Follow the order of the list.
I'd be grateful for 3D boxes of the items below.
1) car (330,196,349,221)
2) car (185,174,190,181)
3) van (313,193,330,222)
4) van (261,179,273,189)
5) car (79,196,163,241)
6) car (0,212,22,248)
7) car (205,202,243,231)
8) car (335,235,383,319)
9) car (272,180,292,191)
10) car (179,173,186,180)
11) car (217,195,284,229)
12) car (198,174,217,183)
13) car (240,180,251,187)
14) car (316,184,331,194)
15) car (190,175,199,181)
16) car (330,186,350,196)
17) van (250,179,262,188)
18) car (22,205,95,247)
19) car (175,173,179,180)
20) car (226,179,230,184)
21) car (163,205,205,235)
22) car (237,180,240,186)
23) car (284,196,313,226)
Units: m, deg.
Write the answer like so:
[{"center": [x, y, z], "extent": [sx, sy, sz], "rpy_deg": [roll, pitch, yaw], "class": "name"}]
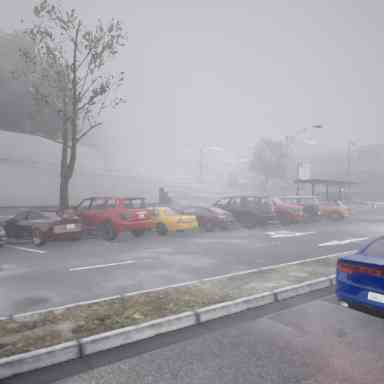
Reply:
[{"center": [10.279, 1.403, 27.312], "extent": [4.553, 1.767, 2.185], "rpy_deg": [-1, -1, 35], "class": "car"}, {"center": [0.936, -3.850, 90.254], "extent": [2.185, 1.767, 4.553], "rpy_deg": [6, 3, 34], "class": "car"}, {"center": [7.868, 1.297, 25.564], "extent": [4.442, 1.987, 1.878], "rpy_deg": [-1, -1, 35], "class": "van"}, {"center": [16.544, -1.491, 68.020], "extent": [1.878, 1.987, 4.442], "rpy_deg": [7, 4, 35], "class": "van"}, {"center": [-4.545, 1.247, 16.987], "extent": [5.566, 2.045, 2.435], "rpy_deg": [-1, -1, 35], "class": "car"}, {"center": [-9.413, 1.493, 13.500], "extent": [4.892, 1.521, 2.231], "rpy_deg": [-1, -1, 35], "class": "car"}, {"center": [0.384, 1.548, 20.438], "extent": [4.674, 1.452, 2.002], "rpy_deg": [-1, -1, 35], "class": "car"}, {"center": [4.884, 1.487, 6.601], "extent": [5.008, 1.535, 1.882], "rpy_deg": [0, 0, -35], "class": "car"}, {"center": [18.301, -0.992, 65.656], "extent": [2.231, 1.521, 4.892], "rpy_deg": [7, 3, 35], "class": "car"}, {"center": [-0.792, -4.085, 92.726], "extent": [2.185, 1.767, 4.553], "rpy_deg": [4, 1, 34], "class": "car"}, {"center": [2.813, 1.262, 22.193], "extent": [5.566, 2.045, 2.435], "rpy_deg": [-1, -1, 35], "class": "car"}, {"center": [4.577, -3.176, 85.525], "extent": [1.946, 1.575, 5.366], "rpy_deg": [7, 3, 34], "class": "car"}, {"center": [13.245, -1.812, 73.225], "extent": [1.946, 1.575, 5.366], "rpy_deg": [7, 3, 35], "class": "car"}, {"center": [23.505, -0.426, 58.265], "extent": [2.435, 2.045, 5.566], "rpy_deg": [7, 3, 35], "class": "car"}, {"center": [2.728, -3.698, 87.786], "extent": [2.435, 2.045, 5.566], "rpy_deg": [7, 3, 34], "class": "car"}, {"center": [25.194, 0.137, 55.792], "extent": [2.002, 1.452, 4.674], "rpy_deg": [7, 3, 35], "class": "car"}, {"center": [14.817, -1.764, 70.492], "extent": [1.878, 1.987, 4.442], "rpy_deg": [7, 4, 35], "class": "van"}, {"center": [-6.991, 1.524, 15.244], "extent": [4.792, 1.488, 2.163], "rpy_deg": [-1, -1, 35], "class": "car"}, {"center": [-2.562, -4.362, 95.075], "extent": [2.435, 2.045, 5.566], "rpy_deg": [1, -1, 34], "class": "car"}, {"center": [9.675, -2.317, 78.011], "extent": [2.002, 1.452, 4.674], "rpy_deg": [7, 3, 35], "class": "car"}, {"center": [-2.224, 1.502, 18.812], "extent": [5.366, 1.575, 1.946], "rpy_deg": [-1, -1, 35], "class": "car"}, {"center": [11.416, -2.043, 75.547], "extent": [2.002, 1.452, 4.674], "rpy_deg": [7, 4, 35], "class": "car"}, {"center": [5.328, 1.267, 23.896], "extent": [5.566, 2.045, 2.435], "rpy_deg": [-1, -1, 35], "class": "car"}]
